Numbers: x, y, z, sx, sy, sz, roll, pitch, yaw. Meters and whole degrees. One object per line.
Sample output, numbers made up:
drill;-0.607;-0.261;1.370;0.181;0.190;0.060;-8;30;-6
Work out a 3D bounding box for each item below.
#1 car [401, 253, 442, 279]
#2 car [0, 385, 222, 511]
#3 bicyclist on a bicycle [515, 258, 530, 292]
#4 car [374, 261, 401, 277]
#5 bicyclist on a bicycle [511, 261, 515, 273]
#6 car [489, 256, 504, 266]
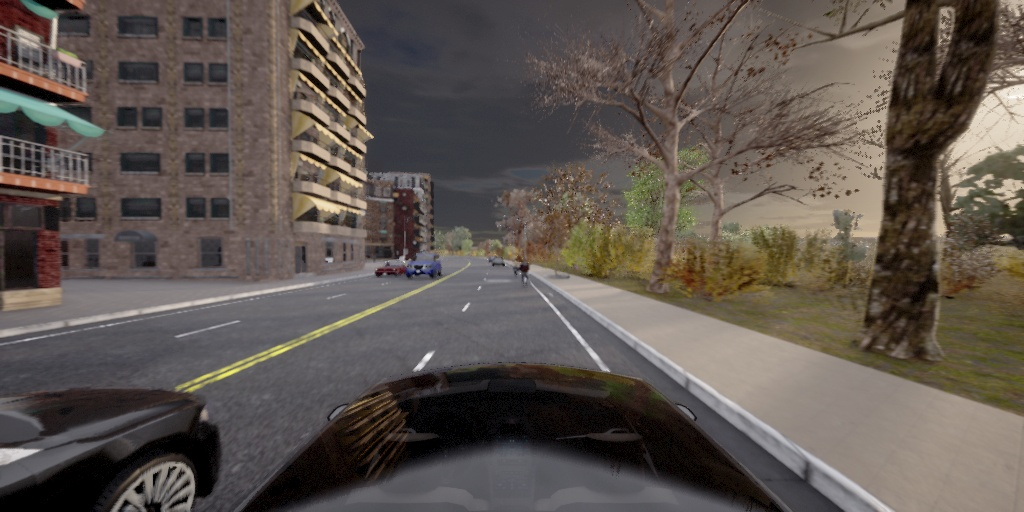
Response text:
car;-7.167;0.783;29.757;2.150;2.045;5.566;0;0;-2
car;-3.169;1.254;0.777;2.128;1.511;4.902;0;0;0
bicyclist on a bicycle;0.670;0.992;19.210;0.659;1.776;1.843;0;1;-1
car;-10.489;1.157;31.528;1.895;1.301;4.718;0;0;-2
bicyclist on a bicycle;0.317;0.982;29.547;0.866;1.612;1.509;0;0;-2
car;-2.294;0.894;59.003;1.994;1.385;4.181;0;1;-4
